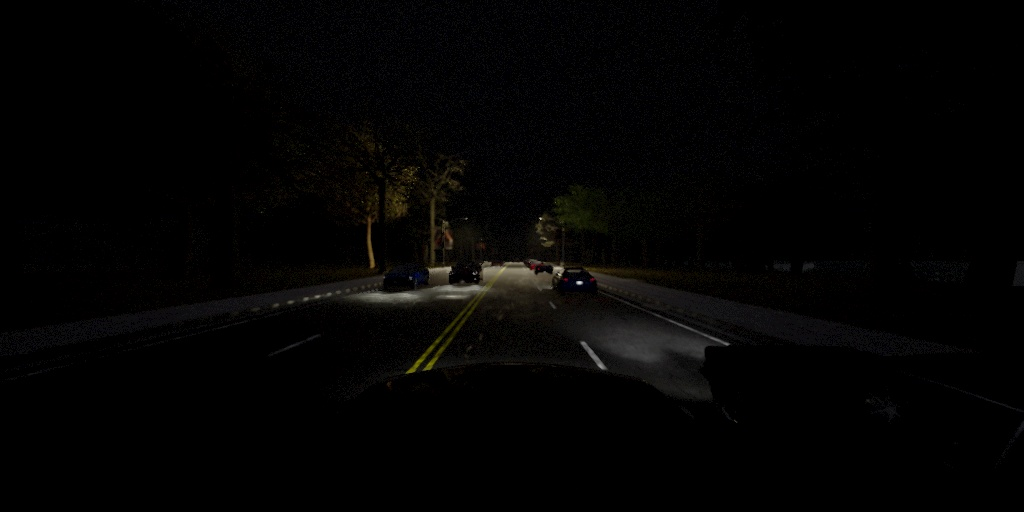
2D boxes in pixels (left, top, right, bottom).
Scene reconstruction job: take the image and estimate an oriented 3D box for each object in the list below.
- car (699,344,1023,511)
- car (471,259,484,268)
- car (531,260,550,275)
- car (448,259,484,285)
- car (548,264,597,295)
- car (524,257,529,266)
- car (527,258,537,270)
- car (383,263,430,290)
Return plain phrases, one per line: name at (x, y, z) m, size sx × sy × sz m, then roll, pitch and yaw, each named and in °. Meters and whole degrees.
car at (3.352, 1.351, 2.524) m, size 1.895 × 1.301 × 4.718 m, roll 0°, pitch 0°, yaw 0°
car at (-6.139, 1.282, 64.740) m, size 1.837 × 1.490 × 4.892 m, roll 0°, pitch 0°, yaw 1°
car at (3.381, 1.361, 39.003) m, size 1.895 × 1.301 × 4.718 m, roll 0°, pitch 0°, yaw 0°
car at (-3.284, 1.104, 26.158) m, size 2.097 × 1.767 × 4.553 m, roll 0°, pitch 0°, yaw 0°
car at (3.384, 1.316, 19.931) m, size 1.994 × 1.385 × 4.181 m, roll 0°, pitch 0°, yaw 0°
car at (3.583, 1.283, 60.982) m, size 2.163 × 1.488 × 4.792 m, roll 0°, pitch 0°, yaw 1°
car at (3.471, 1.333, 49.963) m, size 1.994 × 1.385 × 4.181 m, roll 0°, pitch 0°, yaw 1°
car at (-6.553, 1.228, 22.723) m, size 1.882 × 1.535 × 5.008 m, roll 0°, pitch 0°, yaw 0°
